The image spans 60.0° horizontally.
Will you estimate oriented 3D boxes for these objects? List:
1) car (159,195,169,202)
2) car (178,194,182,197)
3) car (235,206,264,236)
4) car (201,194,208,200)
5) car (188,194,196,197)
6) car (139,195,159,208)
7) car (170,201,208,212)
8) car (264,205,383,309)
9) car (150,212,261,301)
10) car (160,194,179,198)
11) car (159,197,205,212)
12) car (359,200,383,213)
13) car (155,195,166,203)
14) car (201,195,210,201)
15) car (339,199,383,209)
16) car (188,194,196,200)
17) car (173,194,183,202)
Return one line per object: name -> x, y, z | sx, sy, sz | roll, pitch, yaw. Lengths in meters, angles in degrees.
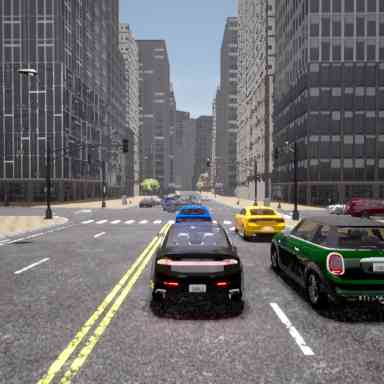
car -> -6.434, 1.492, 77.962 | 1.994, 1.385, 4.181 | 0, 0, 0
car -> -3.275, 1.527, 58.249 | 1.994, 1.385, 4.181 | 0, 0, 1
car -> 3.363, 1.471, 17.196 | 1.882, 1.535, 5.008 | 0, 0, 0
car -> 3.328, 1.348, 90.640 | 1.895, 1.301, 4.718 | 0, 0, 0
car -> 0.070, 1.283, 80.581 | 2.097, 1.767, 4.553 | 0, 0, 0
car -> -6.543, 1.519, 49.076 | 2.033, 1.411, 5.357 | 0, 0, 0
car -> 0.118, 1.470, 17.809 | 1.882, 1.535, 5.008 | 0, 0, 1
car -> 3.356, 1.349, 8.017 | 2.097, 1.767, 4.553 | 0, 0, 0
car -> 0.105, 1.489, 8.304 | 2.128, 1.511, 4.902 | 0, 0, 0
car -> -3.298, 1.497, 49.504 | 1.812, 1.442, 4.674 | 0, 0, 0
car -> -1.007, 1.526, 35.458 | 4.181, 1.385, 1.994 | 1, 1, 1
car -> 21.842, 1.647, 37.674 | 4.829, 1.417, 1.752 | 1, 0, 1
car -> -6.451, 1.456, 67.984 | 1.837, 1.490, 4.892 | 0, 0, 0
car -> 3.320, 1.523, 80.638 | 1.895, 1.301, 4.718 | 0, 0, 0
car -> 16.226, 1.523, 29.392 | 5.009, 1.841, 2.192 | 1, 0, 1
car -> 0.078, 1.278, 90.614 | 2.128, 1.511, 4.902 | 0, 0, 0
car -> -3.184, 1.296, 77.128 | 2.097, 1.767, 4.553 | 0, 0, 0
